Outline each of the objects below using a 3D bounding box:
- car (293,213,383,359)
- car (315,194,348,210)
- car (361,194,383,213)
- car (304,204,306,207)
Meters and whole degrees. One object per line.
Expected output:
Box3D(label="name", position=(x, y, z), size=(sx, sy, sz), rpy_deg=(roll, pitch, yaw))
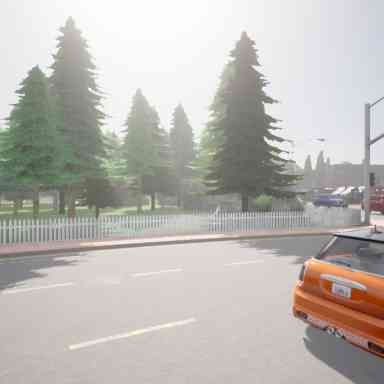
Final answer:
Box3D(label="car", position=(3.939, 1.352, 5.443), size=(4.553, 1.767, 2.097), rpy_deg=(0, 0, -26))
Box3D(label="car", position=(17.999, 1.277, 43.463), size=(2.150, 2.045, 5.566), rpy_deg=(0, 0, -8))
Box3D(label="car", position=(19.364, 1.277, 33.197), size=(2.150, 2.045, 5.566), rpy_deg=(0, 0, -8))
Box3D(label="car", position=(16.654, 1.581, 53.661), size=(1.812, 1.442, 4.674), rpy_deg=(0, 0, -7))
